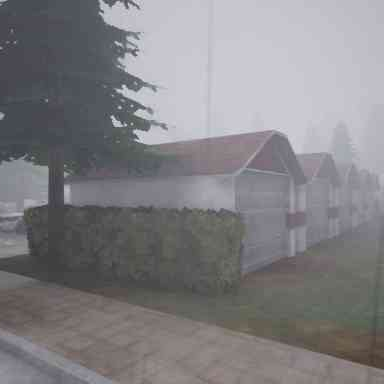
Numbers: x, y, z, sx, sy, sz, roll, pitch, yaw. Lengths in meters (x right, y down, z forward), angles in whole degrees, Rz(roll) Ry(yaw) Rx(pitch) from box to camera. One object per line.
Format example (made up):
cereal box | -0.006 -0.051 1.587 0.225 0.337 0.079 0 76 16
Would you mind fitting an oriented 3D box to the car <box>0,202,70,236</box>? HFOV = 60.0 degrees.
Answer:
car | -10.257 1.721 22.651 2.150 2.045 5.566 -1 -1 35
